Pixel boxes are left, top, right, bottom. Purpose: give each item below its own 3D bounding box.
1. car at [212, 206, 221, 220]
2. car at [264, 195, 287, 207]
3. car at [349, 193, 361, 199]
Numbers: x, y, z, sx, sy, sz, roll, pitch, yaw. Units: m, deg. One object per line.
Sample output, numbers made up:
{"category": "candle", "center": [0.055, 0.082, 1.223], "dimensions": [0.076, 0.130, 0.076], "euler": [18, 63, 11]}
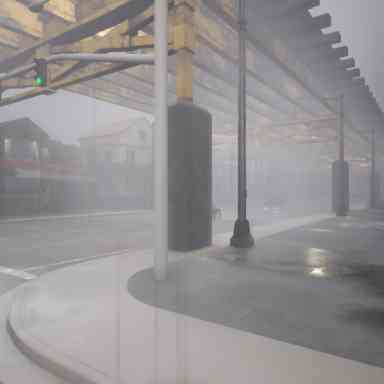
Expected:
{"category": "car", "center": [0.474, 1.505, 26.091], "dimensions": [1.837, 1.490, 4.892], "euler": [0, 0, 35]}
{"category": "car", "center": [12.220, 1.252, 48.792], "dimensions": [2.097, 1.767, 4.553], "euler": [0, 1, 35]}
{"category": "car", "center": [38.007, 0.998, 79.229], "dimensions": [2.033, 1.411, 5.357], "euler": [0, 1, 35]}
